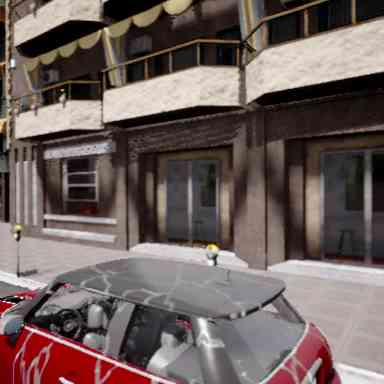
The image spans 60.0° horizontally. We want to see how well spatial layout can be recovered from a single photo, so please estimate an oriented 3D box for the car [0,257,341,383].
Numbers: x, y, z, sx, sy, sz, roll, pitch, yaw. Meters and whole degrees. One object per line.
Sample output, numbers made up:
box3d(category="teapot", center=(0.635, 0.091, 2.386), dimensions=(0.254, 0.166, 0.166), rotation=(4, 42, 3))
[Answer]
box3d(category="car", center=(-0.778, 1.425, 3.403), dimensions=(4.097, 1.590, 1.967), rotation=(0, 0, 35))
